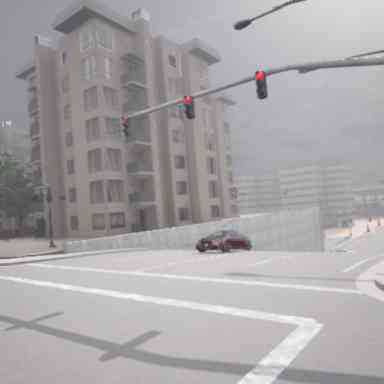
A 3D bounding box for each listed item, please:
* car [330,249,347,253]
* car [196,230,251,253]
[{"bbox_3d":[17.778,7.754,40.523,1.837,1.490,4.892,-7,-16,38],"label":"car"},{"bbox_3d":[2.059,3.124,21.188,1.994,1.385,4.181,-7,-10,38],"label":"car"}]
